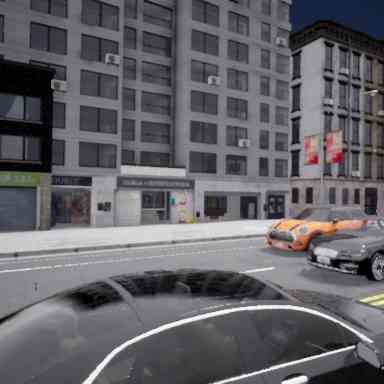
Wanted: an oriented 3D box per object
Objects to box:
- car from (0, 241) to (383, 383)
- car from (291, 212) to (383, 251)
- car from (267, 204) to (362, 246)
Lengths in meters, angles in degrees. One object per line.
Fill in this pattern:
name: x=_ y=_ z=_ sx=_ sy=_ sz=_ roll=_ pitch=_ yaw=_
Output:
car: x=0.244 y=1.504 z=3.006 sx=4.892 sy=1.490 sz=1.837 roll=0 pitch=0 yaw=-28
car: x=5.575 y=1.507 z=9.800 sx=4.902 sy=1.511 sz=2.128 roll=0 pitch=0 yaw=-28
car: x=5.187 y=1.372 z=13.283 sx=4.553 sy=1.767 sz=2.097 roll=0 pitch=0 yaw=-28
